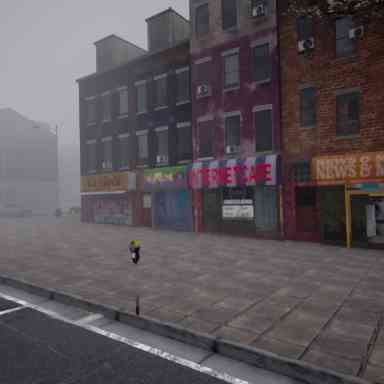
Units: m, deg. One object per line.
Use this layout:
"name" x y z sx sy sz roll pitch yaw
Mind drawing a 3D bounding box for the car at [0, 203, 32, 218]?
"car" -16.226 1.631 28.949 1.994 1.385 4.181 -2 -1 36

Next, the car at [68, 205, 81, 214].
"car" -10.771 1.609 36.539 2.033 1.411 5.357 -2 -1 35
